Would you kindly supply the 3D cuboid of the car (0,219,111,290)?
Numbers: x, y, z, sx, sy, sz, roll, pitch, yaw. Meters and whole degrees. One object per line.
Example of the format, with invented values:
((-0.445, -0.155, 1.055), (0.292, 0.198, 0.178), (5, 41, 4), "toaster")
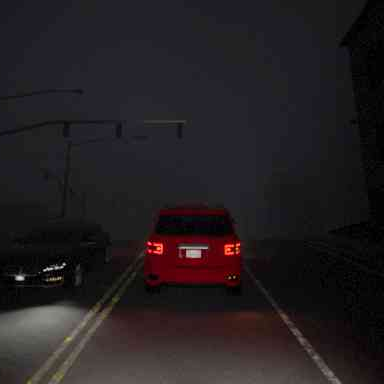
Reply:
((-3.614, 1.583, 9.409), (1.837, 1.490, 4.892), (1, -1, 0), "car")

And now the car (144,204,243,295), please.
((0.058, 1.346, 9.224), (2.150, 2.045, 5.566), (1, -1, 1), "car")
